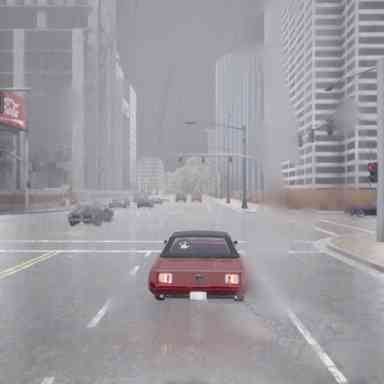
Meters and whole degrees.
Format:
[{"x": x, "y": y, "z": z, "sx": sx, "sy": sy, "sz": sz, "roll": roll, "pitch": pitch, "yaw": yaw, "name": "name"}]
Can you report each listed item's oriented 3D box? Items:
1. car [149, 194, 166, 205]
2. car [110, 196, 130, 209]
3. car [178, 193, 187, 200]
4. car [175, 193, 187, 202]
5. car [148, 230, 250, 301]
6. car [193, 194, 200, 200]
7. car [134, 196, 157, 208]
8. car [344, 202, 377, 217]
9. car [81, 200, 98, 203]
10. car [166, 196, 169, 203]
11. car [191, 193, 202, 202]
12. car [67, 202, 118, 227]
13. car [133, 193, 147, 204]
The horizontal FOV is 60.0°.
[{"x": -6.279, "y": 1.563, "z": 58.309, "sx": 1.994, "sy": 1.385, "sz": 4.181, "roll": 0, "pitch": 0, "yaw": 1, "name": "car"}, {"x": -9.966, "y": 1.351, "z": 46.120, "sx": 2.097, "sy": 1.767, "sz": 4.553, "roll": 0, "pitch": 0, "yaw": 1, "name": "car"}, {"x": -2.333, "y": 1.184, "z": 84.040, "sx": 2.097, "sy": 1.767, "sz": 4.553, "roll": 0, "pitch": 0, "yaw": 1, "name": "car"}, {"x": -2.483, "y": 1.216, "z": 73.400, "sx": 2.150, "sy": 2.045, "sz": 5.566, "roll": 0, "pitch": 0, "yaw": 1, "name": "car"}, {"x": 0.212, "y": 1.601, "z": 8.278, "sx": 1.895, "sy": 1.301, "sz": 4.718, "roll": 0, "pitch": 0, "yaw": 2, "name": "car"}, {"x": 1.167, "y": 1.353, "z": 84.020, "sx": 1.812, "sy": 1.442, "sz": 4.674, "roll": 0, "pitch": 0, "yaw": 1, "name": "car"}, {"x": -6.457, "y": 1.601, "z": 46.828, "sx": 1.895, "sy": 1.301, "sz": 4.718, "roll": 0, "pitch": 0, "yaw": 1, "name": "car"}, {"x": 16.534, "y": 1.601, "z": 30.405, "sx": 4.718, "sy": 1.301, "sz": 1.895, "roll": 0, "pitch": 0, "yaw": 1, "name": "car"}, {"x": -10.153, "y": 1.525, "z": 32.974, "sx": 1.812, "sy": 1.442, "sz": 4.674, "roll": 0, "pitch": 0, "yaw": 1, "name": "car"}, {"x": -6.002, "y": 1.477, "z": 72.094, "sx": 1.882, "sy": 1.535, "sz": 5.008, "roll": 0, "pitch": 0, "yaw": 1, "name": "car"}, {"x": 1.017, "y": 1.216, "z": 73.350, "sx": 2.150, "sy": 2.045, "sz": 5.566, "roll": 0, "pitch": 0, "yaw": 1, "name": "car"}, {"x": -6.797, "y": 1.601, "z": 22.778, "sx": 1.895, "sy": 1.301, "sz": 4.718, "roll": 0, "pitch": 0, "yaw": 1, "name": "car"}, {"x": -9.685, "y": 1.223, "z": 62.821, "sx": 2.150, "sy": 2.045, "sz": 5.566, "roll": 0, "pitch": 0, "yaw": 1, "name": "car"}]
